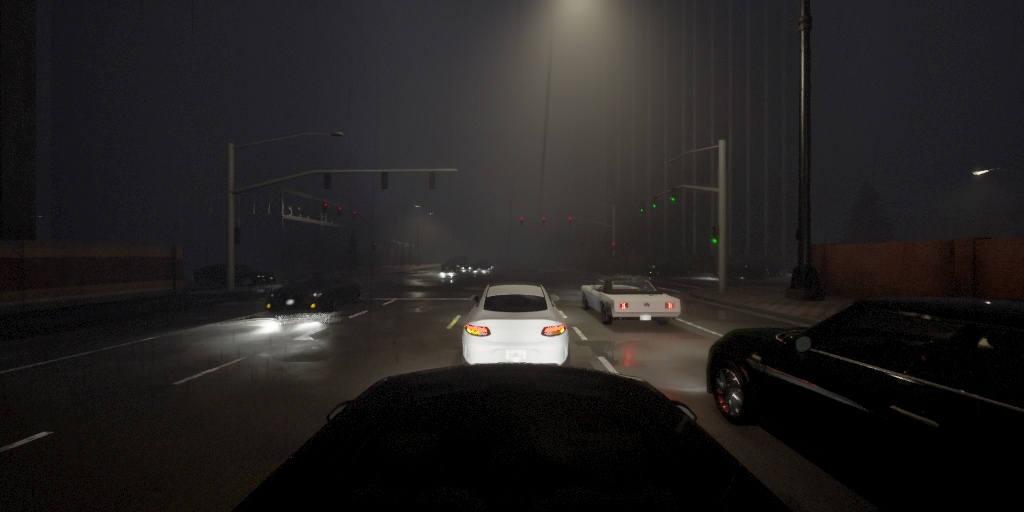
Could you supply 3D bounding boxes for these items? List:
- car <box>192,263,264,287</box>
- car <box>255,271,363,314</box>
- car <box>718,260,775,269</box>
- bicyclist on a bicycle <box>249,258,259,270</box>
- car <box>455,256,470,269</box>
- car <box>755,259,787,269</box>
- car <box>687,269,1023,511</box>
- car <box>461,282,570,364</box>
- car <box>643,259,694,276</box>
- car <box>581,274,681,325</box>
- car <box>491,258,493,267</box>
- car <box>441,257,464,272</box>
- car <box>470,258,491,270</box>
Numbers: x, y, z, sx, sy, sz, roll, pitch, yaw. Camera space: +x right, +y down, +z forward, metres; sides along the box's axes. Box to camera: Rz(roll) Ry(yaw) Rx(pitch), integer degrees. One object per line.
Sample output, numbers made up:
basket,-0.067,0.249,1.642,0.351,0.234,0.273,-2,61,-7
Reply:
car,-18.599,1.255,24.099,4.892,1.490,1.837,0,0,-1
car,-7.306,1.314,13.688,1.994,1.385,4.181,0,0,-2
car,20.187,1.314,31.671,4.181,1.385,1.994,0,0,-1
bicyclist on a bicycle,-28.411,1.051,39.488,0.582,1.620,1.656,0,0,-1
car,-8.003,0.971,56.073,2.150,2.045,5.566,0,0,-1
car,24.228,1.102,35.207,4.553,1.767,2.097,0,0,-1
car,3.599,1.102,2.870,2.097,1.767,4.553,0,0,0
car,0.058,1.276,7.554,1.812,1.442,4.674,0,0,0
car,15.336,1.102,35.125,4.553,1.767,2.097,0,0,0
car,3.562,1.351,11.772,1.895,1.301,4.718,0,0,0
car,-4.551,1.276,59.408,1.812,1.442,4.674,0,0,-1
car,-7.895,1.241,46.226,2.128,1.511,4.902,0,0,1
car,-4.427,1.314,50.793,1.994,1.385,4.181,0,0,-1
